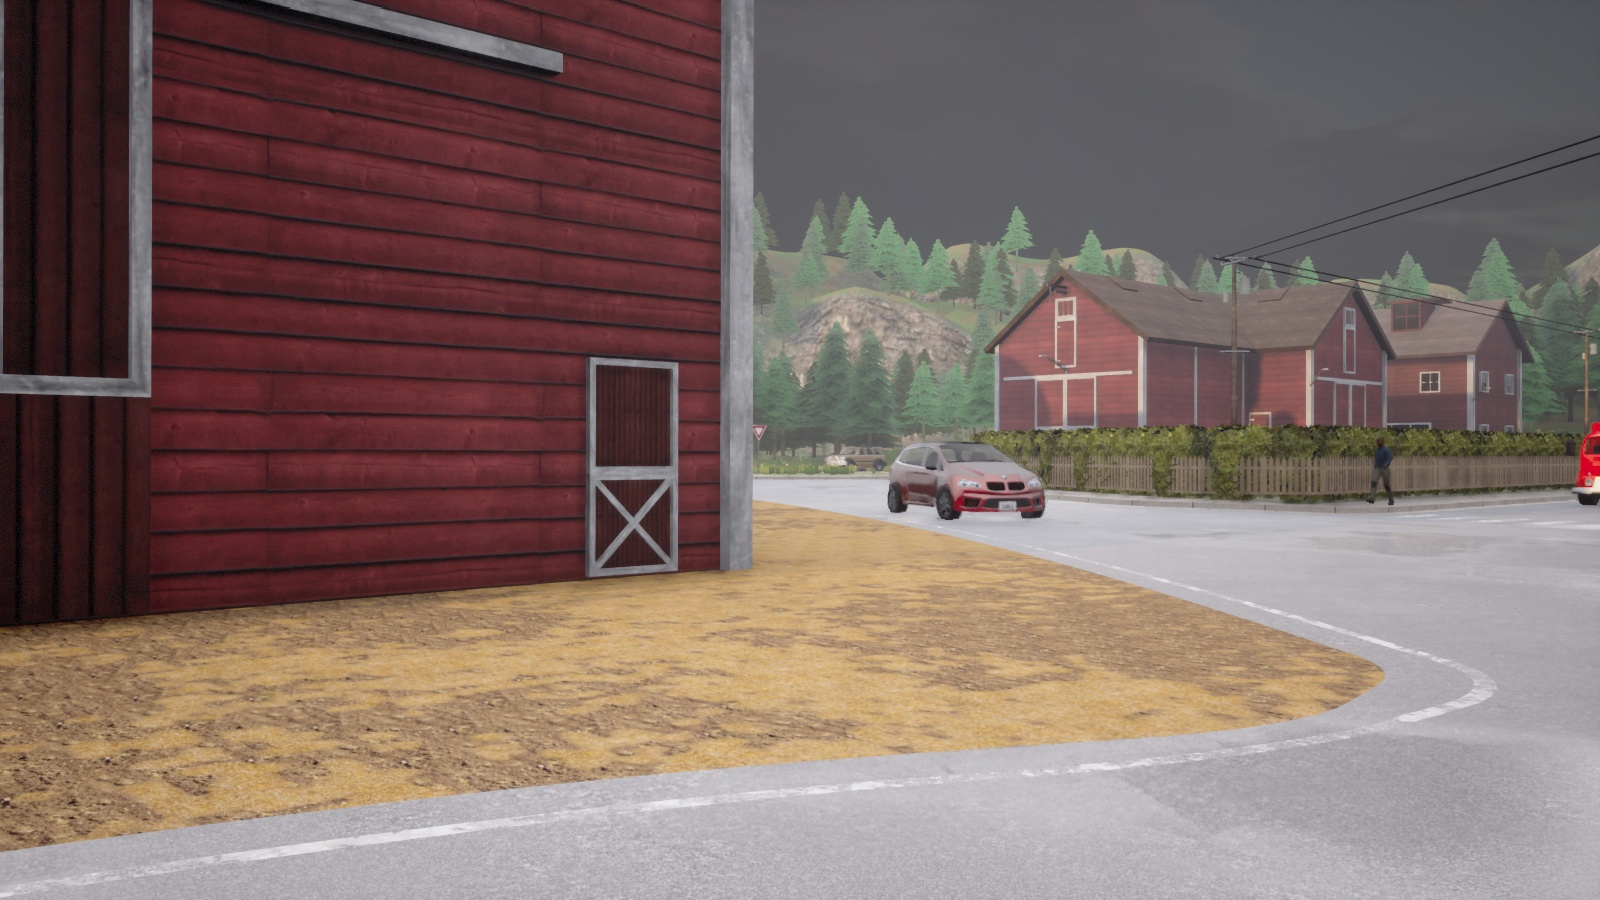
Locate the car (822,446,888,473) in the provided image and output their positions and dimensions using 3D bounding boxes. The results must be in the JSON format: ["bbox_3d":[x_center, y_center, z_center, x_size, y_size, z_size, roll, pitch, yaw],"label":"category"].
[{"bbox_3d":[3.933,0.631,88.916,4.605,1.855,1.932,0,0,-42],"label":"car"}]

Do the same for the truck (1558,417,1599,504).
[{"bbox_3d":[24.620,0.296,36.861,5.204,2.467,2.627,0,0,-42],"label":"truck"}]

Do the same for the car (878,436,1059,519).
[{"bbox_3d":[3.604,0.549,27.831,2.242,1.667,4.611,0,0,-17],"label":"car"}]

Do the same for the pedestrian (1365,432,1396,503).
[{"bbox_3d":[15.048,0.448,32.549,0.726,1.835,0.370,0,0,-31],"label":"pedestrian"}]
